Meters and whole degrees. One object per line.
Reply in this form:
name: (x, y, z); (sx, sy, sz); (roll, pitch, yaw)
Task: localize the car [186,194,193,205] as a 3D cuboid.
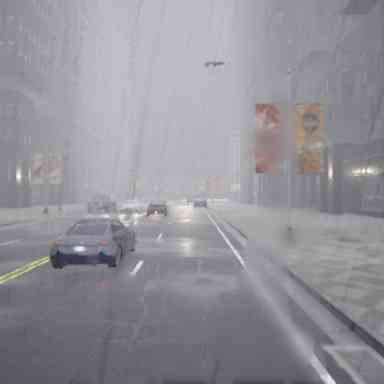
car: (0.009, 1.478, 65.527); (2.150, 2.045, 5.566); (0, -1, 0)

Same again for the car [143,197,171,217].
car: (-3.145, 1.522, 31.551); (1.837, 1.490, 4.892); (0, 0, 0)

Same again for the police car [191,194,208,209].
police car: (1.143, 1.463, 45.822); (1.930, 1.638, 5.238); (0, 0, 0)

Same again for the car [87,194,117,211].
car: (-9.819, 1.245, 36.722); (2.150, 2.045, 5.566); (0, 0, 0)

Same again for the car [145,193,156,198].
car: (-9.741, 1.332, 78.308); (2.150, 2.045, 5.566); (0, -1, 0)

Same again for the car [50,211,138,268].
car: (-3.149, 1.571, 11.343); (1.994, 1.385, 4.181); (0, 0, 0)

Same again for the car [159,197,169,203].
car: (-6.491, 1.785, 76.940); (1.994, 1.385, 4.181); (0, -1, 0)

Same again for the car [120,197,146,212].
car: (-6.571, 1.546, 36.477); (1.812, 1.442, 4.674); (0, 0, 0)
